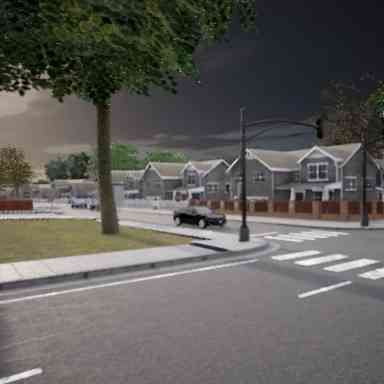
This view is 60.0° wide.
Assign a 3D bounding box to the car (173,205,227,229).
[{"bbox_3d":[0.504,1.750,24.417,1.882,1.535,5.008,-1,0,-35],"label":"car"}]

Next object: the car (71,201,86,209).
[{"bbox_3d":[-19.587,2.211,57.932,1.812,1.442,4.674,-1,0,-35],"label":"car"}]

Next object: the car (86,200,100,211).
[{"bbox_3d":[-13.715,1.912,49.641,2.097,1.767,4.553,-1,0,-35],"label":"car"}]
